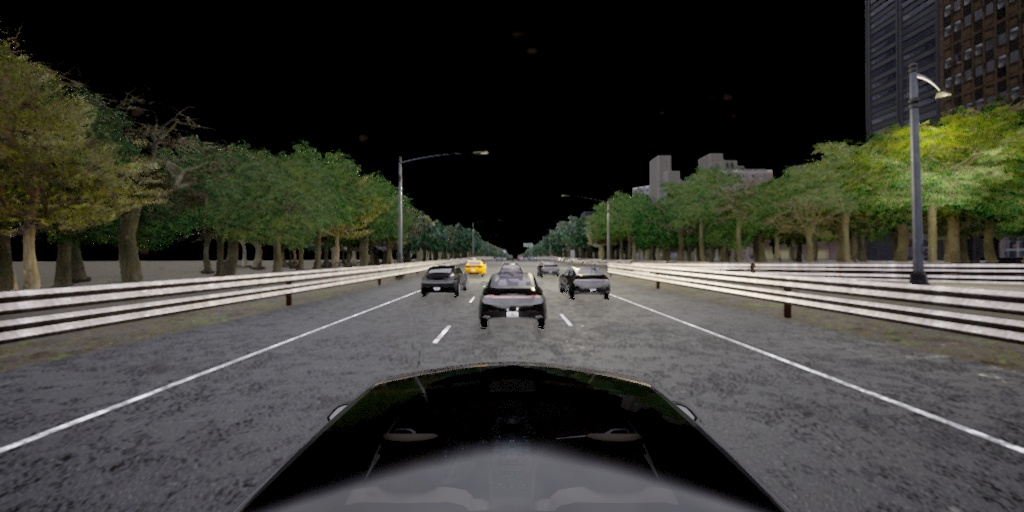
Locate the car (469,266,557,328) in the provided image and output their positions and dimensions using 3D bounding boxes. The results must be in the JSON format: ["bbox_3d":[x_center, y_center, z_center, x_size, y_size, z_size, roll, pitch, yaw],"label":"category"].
[{"bbox_3d":[0.017,1.256,11.479,2.128,1.511,4.902,0,0,0],"label":"car"}]

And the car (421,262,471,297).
[{"bbox_3d":[-3.503,1.273,19.095,1.837,1.490,4.892,0,0,0],"label":"car"}]

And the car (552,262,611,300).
[{"bbox_3d":[3.501,1.260,17.956,2.128,1.511,4.902,0,0,0],"label":"car"}]

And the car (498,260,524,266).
[{"bbox_3d":[-0.065,1.298,29.053,2.033,1.411,5.357,0,0,0],"label":"car"}]

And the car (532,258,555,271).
[{"bbox_3d":[3.415,1.222,34.343,2.128,1.511,4.902,0,0,0],"label":"car"}]

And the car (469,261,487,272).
[{"bbox_3d":[-3.592,1.202,35.823,1.882,1.535,5.008,0,0,0],"label":"car"}]
